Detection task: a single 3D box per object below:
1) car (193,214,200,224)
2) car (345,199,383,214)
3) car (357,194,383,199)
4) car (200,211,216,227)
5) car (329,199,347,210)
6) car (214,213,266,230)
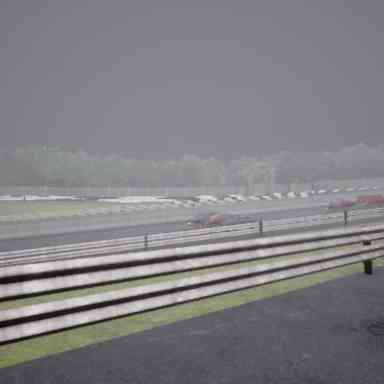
[{"bbox_3d":[2.210,3.010,39.804,4.181,1.385,1.994,-4,2,-25],"label":"car"},{"bbox_3d":[21.513,1.980,40.994,4.181,1.385,1.994,-4,2,-25],"label":"car"},{"bbox_3d":[25.502,1.230,46.684,5.566,2.045,2.150,-4,2,-25],"label":"car"},{"bbox_3d":[3.675,2.998,36.625,4.674,1.442,1.812,-4,2,-25],"label":"car"},{"bbox_3d":[22.208,1.696,49.022,4.181,1.385,1.994,-4,2,-25],"label":"car"},{"bbox_3d":[5.143,2.995,33.448,4.902,1.511,2.128,-4,2,-25],"label":"car"}]
